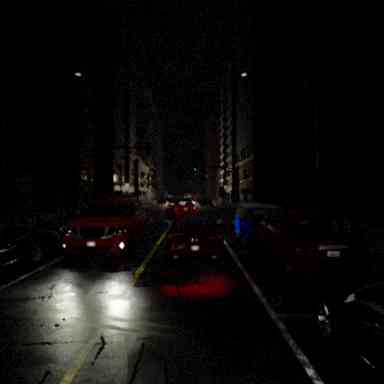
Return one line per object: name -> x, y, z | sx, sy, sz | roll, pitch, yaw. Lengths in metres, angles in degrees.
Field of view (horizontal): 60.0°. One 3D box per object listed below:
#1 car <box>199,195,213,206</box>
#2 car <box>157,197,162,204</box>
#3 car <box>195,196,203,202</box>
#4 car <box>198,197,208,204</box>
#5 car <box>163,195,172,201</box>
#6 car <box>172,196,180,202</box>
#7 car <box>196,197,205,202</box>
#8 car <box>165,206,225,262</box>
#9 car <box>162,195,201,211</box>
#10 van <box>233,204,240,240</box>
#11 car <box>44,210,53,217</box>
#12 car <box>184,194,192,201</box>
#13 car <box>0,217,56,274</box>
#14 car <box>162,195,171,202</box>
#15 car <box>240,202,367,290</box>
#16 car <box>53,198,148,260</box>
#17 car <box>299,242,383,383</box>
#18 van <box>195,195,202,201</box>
car -> 2.549, 1.620, 58.507 | 1.967, 1.590, 4.097 | 0, 0, -1
car -> -6.227, 1.661, 69.632 | 1.967, 1.590, 4.097 | 0, 0, -1
car -> 1.916, 1.846, 86.770 | 1.887, 1.381, 4.507 | 0, 0, -1
car -> 2.297, 1.803, 69.814 | 1.802, 1.307, 4.206 | 0, 0, -1
car -> -6.734, 1.652, 92.249 | 2.192, 1.841, 5.009 | 0, 0, -1
car -> -3.870, 1.752, 83.575 | 1.882, 1.535, 5.008 | 0, 0, -1
car -> 2.043, 1.851, 81.117 | 1.802, 1.307, 4.206 | 0, 0, -1
car -> 0.095, 1.510, 12.355 | 1.882, 1.535, 5.008 | 0, 0, 0
car -> -1.024, 1.420, 29.172 | 2.097, 1.767, 4.553 | 0, 0, -14
van -> 2.853, 1.380, 14.618 | 1.690, 1.788, 3.998 | 0, 0, 0
car -> -5.673, 1.479, 14.609 | 1.967, 1.590, 4.097 | 0, 0, 0
car -> -1.097, 1.545, 93.815 | 2.150, 2.045, 5.566 | 0, 0, -1
car -> -5.671, 1.590, 9.084 | 1.947, 1.339, 4.313 | 0, 0, 0
car -> -6.608, 1.616, 86.594 | 2.192, 1.841, 5.009 | 0, 0, -1
car -> 2.855, 1.339, 9.095 | 2.192, 1.841, 5.009 | 0, 0, 0
car -> -3.084, 1.258, 12.973 | 2.150, 2.045, 5.566 | 0, 0, 0
car -> 2.857, 1.576, 3.570 | 1.947, 1.339, 4.313 | 0, 0, 0
van -> 1.789, 1.678, 92.425 | 1.690, 1.788, 3.998 | 0, 0, -1
